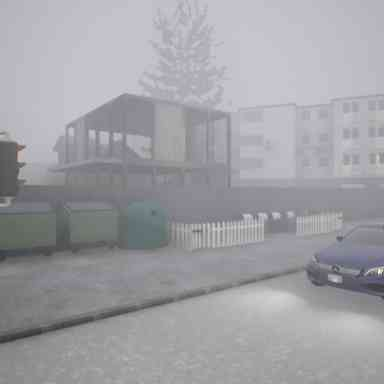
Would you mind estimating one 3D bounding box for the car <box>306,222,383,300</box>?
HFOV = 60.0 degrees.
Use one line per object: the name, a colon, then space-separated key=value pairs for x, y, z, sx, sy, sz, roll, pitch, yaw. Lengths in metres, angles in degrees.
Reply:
car: x=4.781 y=1.508 z=8.198 sx=4.674 sy=1.442 sz=1.812 roll=0 pitch=0 yaw=-37
